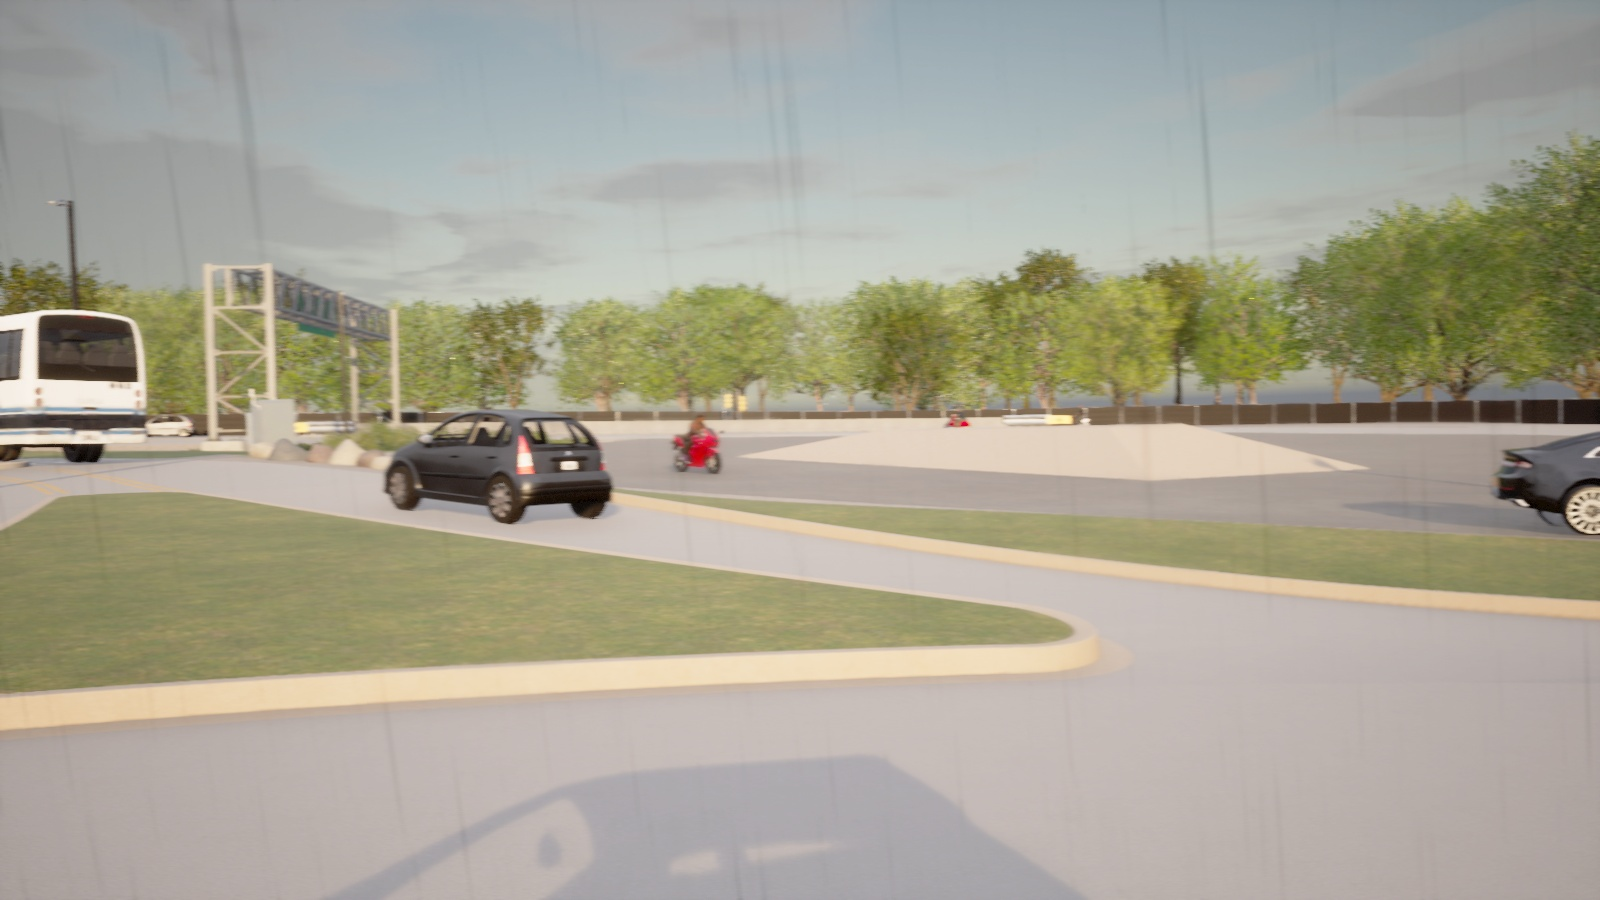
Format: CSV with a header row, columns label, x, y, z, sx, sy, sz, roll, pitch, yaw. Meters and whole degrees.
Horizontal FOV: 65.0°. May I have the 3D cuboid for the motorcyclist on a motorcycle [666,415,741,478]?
label,x,y,z,sx,sy,sz,roll,pitch,yaw
motorcyclist on a motorcycle,-2.426,-0.105,31.273,0.797,1.523,2.044,-2,2,-39

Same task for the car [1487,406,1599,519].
label,x,y,z,sx,sy,sz,roll,pitch,yaw
car,12.574,0.143,17.567,4.902,1.511,2.128,0,2,19

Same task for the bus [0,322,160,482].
label,x,y,z,sx,sy,sz,roll,pitch,yaw
bus,-24.189,-1.203,38.118,10.273,4.253,3.944,-2,0,35

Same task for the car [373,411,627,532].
label,x,y,z,sx,sy,sz,roll,pitch,yaw
car,-4.702,0.234,19.402,3.988,1.617,1.851,2,4,42
